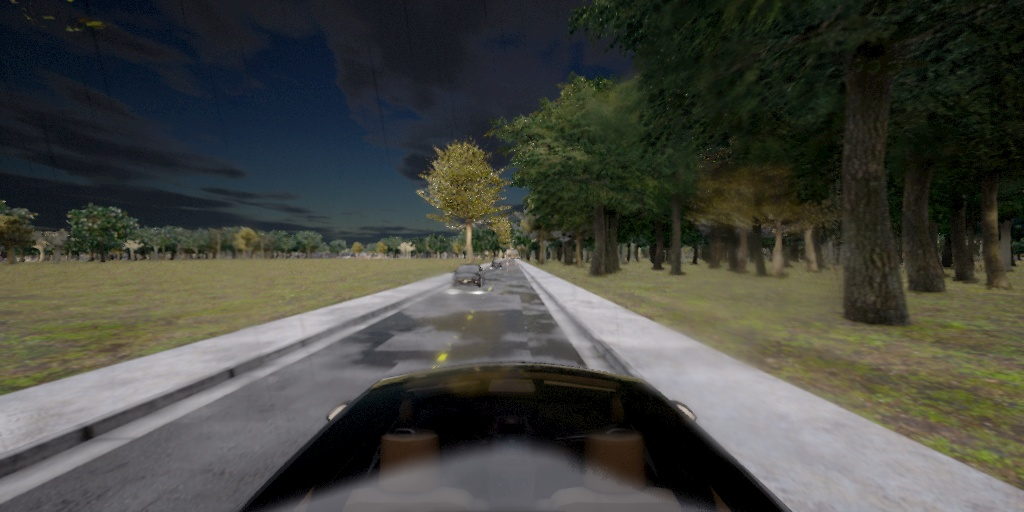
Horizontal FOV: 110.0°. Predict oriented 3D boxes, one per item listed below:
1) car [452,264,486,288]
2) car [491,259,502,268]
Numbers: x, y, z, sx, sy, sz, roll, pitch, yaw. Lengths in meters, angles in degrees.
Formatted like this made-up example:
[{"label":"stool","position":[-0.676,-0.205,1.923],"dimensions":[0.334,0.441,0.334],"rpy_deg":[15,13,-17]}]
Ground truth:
[{"label":"car","position":[-2.847,1.293,24.246],"dimensions":[1.837,1.490,4.892],"rpy_deg":[0,0,0]},{"label":"car","position":[-2.770,1.331,64.857],"dimensions":[1.882,1.535,5.008],"rpy_deg":[0,0,1]}]
